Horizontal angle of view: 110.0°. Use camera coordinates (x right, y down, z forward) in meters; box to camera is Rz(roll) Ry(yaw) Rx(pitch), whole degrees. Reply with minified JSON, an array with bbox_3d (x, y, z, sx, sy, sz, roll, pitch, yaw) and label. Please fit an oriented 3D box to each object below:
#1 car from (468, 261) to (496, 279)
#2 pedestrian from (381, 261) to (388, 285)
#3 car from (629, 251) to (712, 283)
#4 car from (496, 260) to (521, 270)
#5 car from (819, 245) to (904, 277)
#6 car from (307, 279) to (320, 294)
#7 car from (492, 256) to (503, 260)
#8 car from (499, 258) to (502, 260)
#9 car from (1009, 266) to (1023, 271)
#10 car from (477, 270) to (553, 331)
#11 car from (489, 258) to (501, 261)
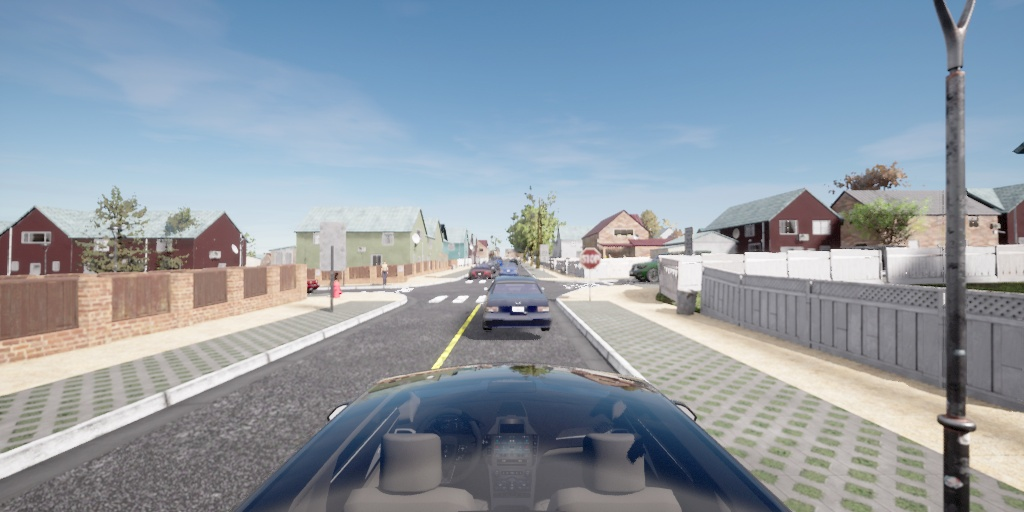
[{"bbox_3d":[-2.784,1.373,32.732,1.994,1.385,4.181,0,0,0],"label":"car"},{"bbox_3d":[-9.637,1.258,27.110,0.375,1.860,0.375,0,0,0],"label":"pedestrian"},{"bbox_3d":[10.849,0.712,24.265,5.566,2.045,2.150,-2,-1,-1],"label":"car"},{"bbox_3d":[-0.202,1.359,34.269,2.033,1.411,5.357,0,0,2],"label":"car"},{"bbox_3d":[23.588,0.372,24.327,5.566,2.045,2.150,-2,-1,0],"label":"car"},{"bbox_3d":[-14.077,1.708,21.202,4.718,1.301,1.895,-2,-1,1],"label":"car"},{"bbox_3d":[-2.689,1.077,62.272,2.150,2.045,5.566,0,0,0],"label":"car"},{"bbox_3d":[-2.735,1.366,51.567,1.812,1.442,4.674,0,0,0],"label":"car"},{"bbox_3d":[37.456,0.003,24.364,5.566,2.045,2.150,-1,-1,0],"label":"car"},{"bbox_3d":[0.084,1.317,11.043,2.033,1.411,5.357,0,0,-1],"label":"car"},{"bbox_3d":[-2.759,1.316,41.699,2.128,1.511,4.902,0,0,0],"label":"car"}]
